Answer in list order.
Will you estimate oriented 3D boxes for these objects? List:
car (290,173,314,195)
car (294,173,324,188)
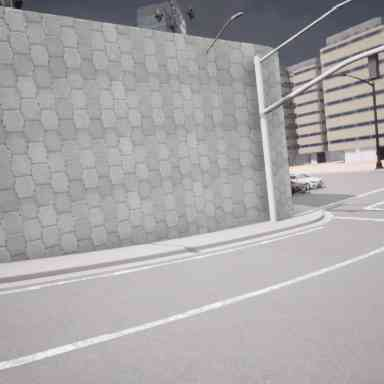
[{"bbox_3d":[7.367,-0.462,27.874,1.812,1.442,4.674,-10,6,-35],"label":"car"},{"bbox_3d":[9.719,-0.978,30.516,1.812,1.442,4.674,-10,6,-35],"label":"car"}]
